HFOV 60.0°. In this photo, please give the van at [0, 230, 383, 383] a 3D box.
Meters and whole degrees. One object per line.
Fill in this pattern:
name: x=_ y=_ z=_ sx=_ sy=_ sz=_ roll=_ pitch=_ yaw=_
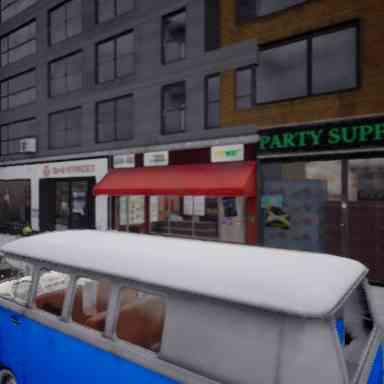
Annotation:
van: x=-0.421 y=1.341 z=3.110 sx=3.998 sy=1.788 sz=1.690 roll=0 pitch=0 yaw=36
